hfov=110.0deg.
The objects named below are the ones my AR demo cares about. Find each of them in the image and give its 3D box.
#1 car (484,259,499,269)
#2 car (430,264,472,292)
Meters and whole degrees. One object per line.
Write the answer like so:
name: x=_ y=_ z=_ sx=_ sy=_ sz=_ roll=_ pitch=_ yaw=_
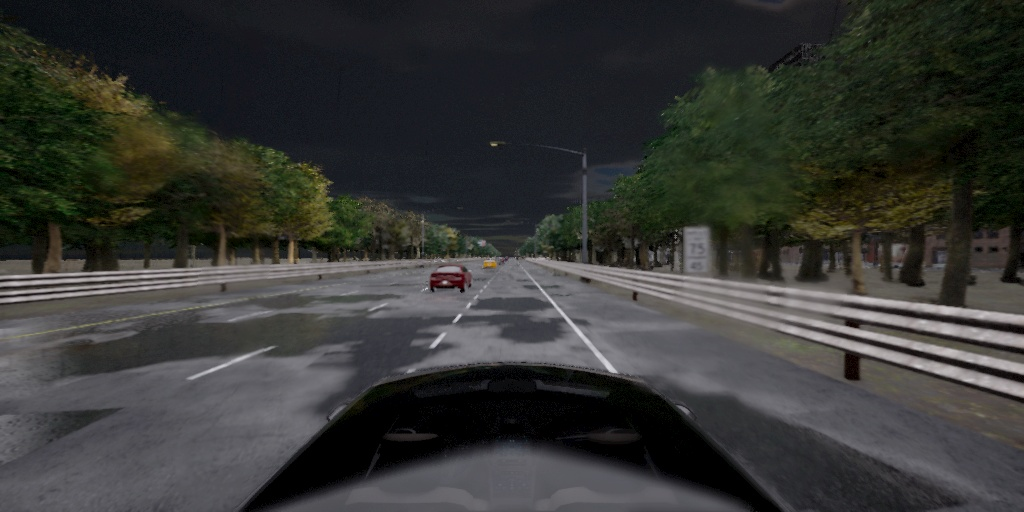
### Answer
car: x=-3.452 y=1.268 z=57.253 sx=1.882 sy=1.535 sz=5.008 roll=0 pitch=0 yaw=0
car: x=-3.490 y=1.234 z=21.158 sx=1.882 sy=1.535 sz=5.008 roll=0 pitch=0 yaw=0
